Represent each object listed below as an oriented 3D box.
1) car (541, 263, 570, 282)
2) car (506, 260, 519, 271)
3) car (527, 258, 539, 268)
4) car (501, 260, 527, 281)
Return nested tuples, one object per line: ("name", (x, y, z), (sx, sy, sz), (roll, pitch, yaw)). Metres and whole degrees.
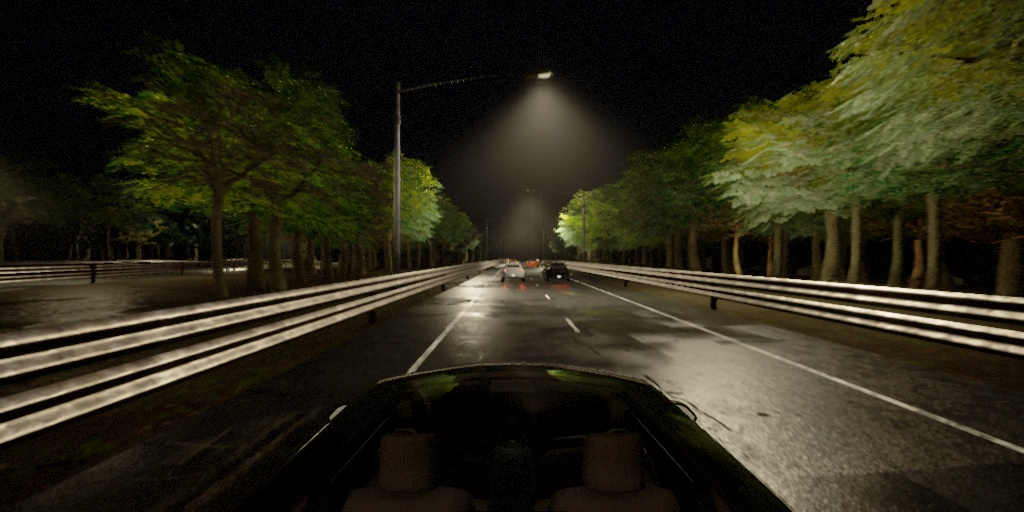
("car", (3.600, 1.296, 29.813), (1.837, 1.490, 4.892), (0, 0, 0))
("car", (0.096, 1.321, 53.996), (1.882, 1.535, 5.008), (0, 0, 0))
("car", (3.600, 1.227, 64.455), (2.097, 1.767, 4.553), (0, 0, 0))
("car", (0.101, 1.316, 30.403), (1.812, 1.442, 4.674), (0, 0, 0))
